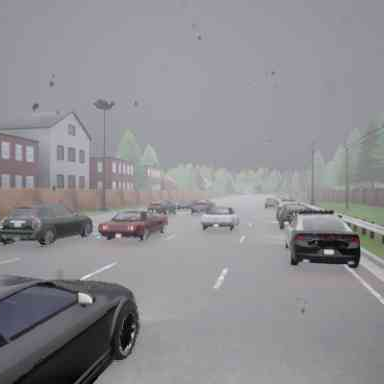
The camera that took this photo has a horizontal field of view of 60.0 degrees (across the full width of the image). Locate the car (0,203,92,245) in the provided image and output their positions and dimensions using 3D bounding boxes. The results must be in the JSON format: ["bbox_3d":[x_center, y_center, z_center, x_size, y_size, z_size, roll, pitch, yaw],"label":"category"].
[{"bbox_3d":[-6.549,1.350,15.509,2.097,1.767,4.553,0,0,13],"label":"car"}]

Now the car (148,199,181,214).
[{"bbox_3d":[-2.809,1.499,31.928,1.837,1.490,4.892,0,-1,13],"label":"car"}]

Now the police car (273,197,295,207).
[{"bbox_3d":[7.844,1.424,27.139,1.930,1.638,5.238,0,0,13],"label":"police car"}]

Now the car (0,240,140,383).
[{"bbox_3d":[-2.106,1.563,3.503,1.994,1.385,4.181,0,0,13],"label":"car"}]

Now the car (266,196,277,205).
[{"bbox_3d":[14.515,1.475,61.137,1.882,1.535,5.008,0,0,13],"label":"car"}]

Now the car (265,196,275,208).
[{"bbox_3d":[11.207,1.562,46.623,1.994,1.385,4.181,0,0,13],"label":"car"}]

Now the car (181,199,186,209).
[{"bbox_3d":[-0.511,1.562,41.992,1.994,1.385,4.181,0,0,12],"label":"car"}]

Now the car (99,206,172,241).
[{"bbox_3d":[-2.700,1.600,16.643,1.895,1.301,4.718,0,0,13],"label":"car"}]

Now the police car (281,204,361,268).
[{"bbox_3d":[4.289,1.425,11.539,1.930,1.638,5.238,0,0,13],"label":"police car"}]

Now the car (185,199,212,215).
[{"bbox_3d":[1.189,1.488,33.709,2.128,1.511,4.902,0,0,13],"label":"car"}]

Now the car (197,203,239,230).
[{"bbox_3d":[1.887,1.600,21.028,1.895,1.301,4.718,0,0,13],"label":"car"}]

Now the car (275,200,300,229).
[{"bbox_3d":[6.486,1.505,21.182,1.837,1.490,4.892,0,0,13],"label":"car"}]
